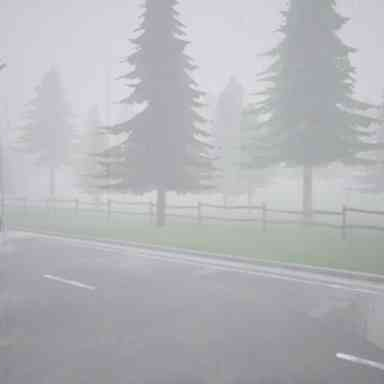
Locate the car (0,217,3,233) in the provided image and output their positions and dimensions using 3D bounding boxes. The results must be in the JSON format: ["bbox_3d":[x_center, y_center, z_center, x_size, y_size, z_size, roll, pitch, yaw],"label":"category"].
[{"bbox_3d":[-11.060,1.395,16.177,4.892,1.490,1.837,0,0,35],"label":"car"}]
